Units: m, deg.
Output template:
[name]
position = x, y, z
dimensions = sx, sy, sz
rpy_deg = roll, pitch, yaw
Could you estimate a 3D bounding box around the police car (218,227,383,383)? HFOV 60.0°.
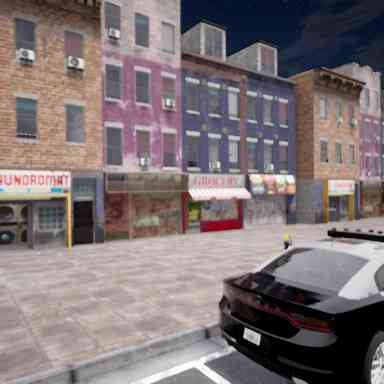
[police car]
position = 2.782, 1.416, 5.244
dimensions = 5.238, 1.638, 1.930
rpy_deg = 0, 0, -35
